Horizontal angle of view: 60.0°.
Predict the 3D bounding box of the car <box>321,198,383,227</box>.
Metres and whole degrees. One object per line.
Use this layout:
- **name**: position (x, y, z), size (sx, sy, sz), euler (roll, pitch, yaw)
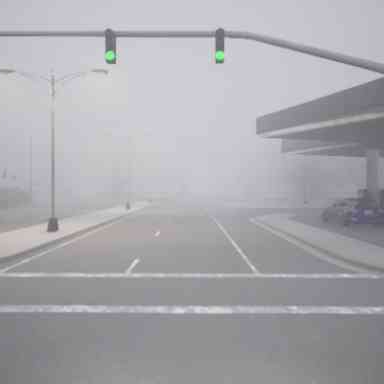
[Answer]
- **car**: position (9.713, 1.174, 20.457), size (2.242, 1.667, 4.611), euler (0, 0, 0)
